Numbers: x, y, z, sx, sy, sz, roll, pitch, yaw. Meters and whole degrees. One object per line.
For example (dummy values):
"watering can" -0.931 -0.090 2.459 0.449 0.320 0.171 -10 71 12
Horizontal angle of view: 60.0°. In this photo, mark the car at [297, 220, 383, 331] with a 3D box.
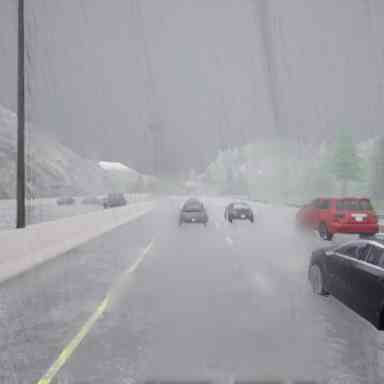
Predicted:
"car" 3.597 1.496 5.748 2.128 1.511 4.902 0 0 0

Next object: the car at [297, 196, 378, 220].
"car" 7.107 1.234 16.790 2.150 2.045 5.566 0 0 0

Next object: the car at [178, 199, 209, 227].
"car" 0.094 1.508 22.693 2.128 1.511 4.902 0 0 0

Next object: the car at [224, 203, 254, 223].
"car" 3.595 1.545 25.740 1.812 1.442 4.674 0 0 0
